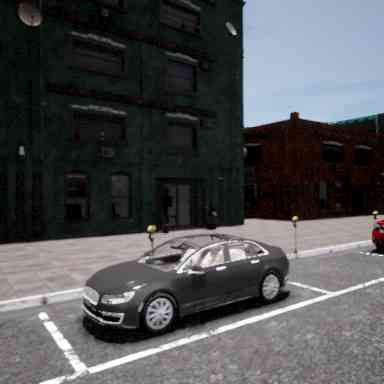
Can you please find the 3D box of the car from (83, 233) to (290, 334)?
[{"bbox_3d":[0.109,1.556,6.640,4.403,1.369,2.008,0,-1,-35],"label":"car"}]

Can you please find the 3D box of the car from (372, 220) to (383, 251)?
[{"bbox_3d":[9.143,1.334,13.085,5.009,1.841,2.192,0,-1,-35],"label":"car"}]
